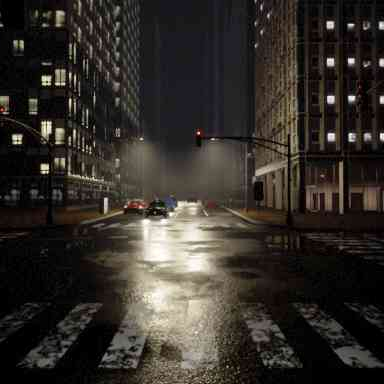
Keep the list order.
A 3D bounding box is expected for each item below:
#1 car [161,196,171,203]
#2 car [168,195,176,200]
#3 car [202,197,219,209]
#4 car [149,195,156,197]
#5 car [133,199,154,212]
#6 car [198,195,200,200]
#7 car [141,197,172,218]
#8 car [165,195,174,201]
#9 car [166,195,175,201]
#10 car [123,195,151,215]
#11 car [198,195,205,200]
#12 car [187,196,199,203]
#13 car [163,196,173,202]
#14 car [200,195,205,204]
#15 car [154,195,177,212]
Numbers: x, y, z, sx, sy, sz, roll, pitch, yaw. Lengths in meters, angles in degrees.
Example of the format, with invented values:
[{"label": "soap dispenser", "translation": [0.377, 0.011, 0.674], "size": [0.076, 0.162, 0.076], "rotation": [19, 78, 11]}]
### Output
[{"label": "car", "translation": [-5.710, 1.573, 72.748], "size": [1.887, 1.381, 4.507], "rotation": [1, 0, 0]}, {"label": "car", "translation": [-5.721, 1.605, 95.048], "size": [1.947, 1.339, 4.313], "rotation": [1, 0, 0]}, {"label": "car", "translation": [2.682, 1.599, 44.938], "size": [1.802, 1.307, 4.206], "rotation": [1, 0, 0]}, {"label": "car", "translation": [-5.692, 1.332, 44.872], "size": [2.192, 1.841, 5.009], "rotation": [1, 0, 0]}, {"label": "car", "translation": [-5.695, 1.597, 39.297], "size": [1.802, 1.307, 4.206], "rotation": [1, 0, 0]}, {"label": "car", "translation": [2.675, 1.590, 61.671], "size": [1.947, 1.339, 4.313], "rotation": [1, 0, 0]}, {"label": "car", "translation": [-3.113, 1.516, 30.305], "size": [1.837, 1.490, 4.892], "rotation": [0, 0, 0]}, {"label": "car", "translation": [-5.715, 1.578, 83.898], "size": [1.887, 1.381, 4.507], "rotation": [1, 0, 0]}, {"label": "car", "translation": [-5.717, 1.587, 89.473], "size": [2.008, 1.369, 4.403], "rotation": [1, 0, 0]}, {"label": "car", "translation": [-5.689, 1.453, 33.722], "size": [1.967, 1.590, 4.097], "rotation": [1, 0, 0]}, {"label": "car", "translation": [2.660, 1.583, 95.134], "size": [1.887, 1.381, 4.507], "rotation": [1, 0, 0]}, {"label": "car", "translation": [0.044, 1.589, 70.996], "size": [1.994, 1.385, 4.181], "rotation": [0, 0, 0]}, {"label": "car", "translation": [-5.712, 1.582, 78.323], "size": [2.008, 1.369, 4.403], "rotation": [1, 0, 0]}, {"label": "car", "translation": [2.679, 1.547, 56.264], "size": [1.752, 1.417, 4.829], "rotation": [1, 0, 0]}, {"label": "car", "translation": [-3.115, 1.493, 39.810], "size": [1.882, 1.535, 5.008], "rotation": [0, 0, 0]}]
